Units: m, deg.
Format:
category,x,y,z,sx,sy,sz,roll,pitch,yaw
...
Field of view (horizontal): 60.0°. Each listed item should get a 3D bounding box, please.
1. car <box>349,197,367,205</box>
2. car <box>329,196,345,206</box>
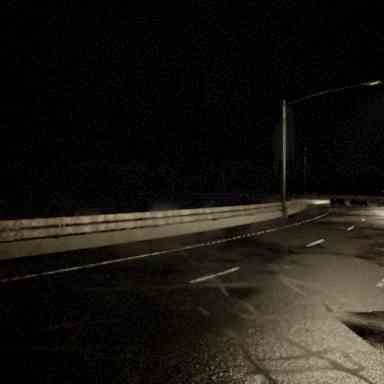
category,x,y,z,sx,sy,sz,roll,pitch,yaw
car,27.304,1.460,54.786,1.994,1.385,4.181,0,0,15
car,23.349,1.389,53.522,2.128,1.511,4.902,0,0,16
